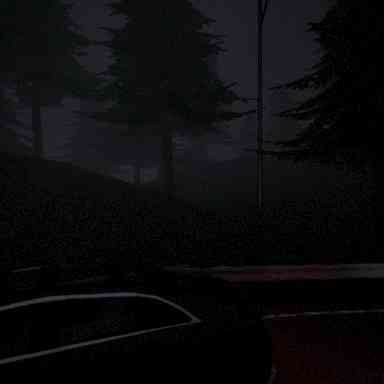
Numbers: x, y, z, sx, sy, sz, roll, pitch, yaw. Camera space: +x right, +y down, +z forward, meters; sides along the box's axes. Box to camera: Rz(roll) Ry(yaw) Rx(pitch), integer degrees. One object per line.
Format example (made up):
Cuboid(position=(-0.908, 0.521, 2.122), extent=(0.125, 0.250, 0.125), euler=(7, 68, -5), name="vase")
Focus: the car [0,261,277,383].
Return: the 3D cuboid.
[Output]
Cuboid(position=(-1.565, 1.491, 3.023), extent=(4.902, 1.511, 2.128), euler=(0, 0, -24), name="car")
